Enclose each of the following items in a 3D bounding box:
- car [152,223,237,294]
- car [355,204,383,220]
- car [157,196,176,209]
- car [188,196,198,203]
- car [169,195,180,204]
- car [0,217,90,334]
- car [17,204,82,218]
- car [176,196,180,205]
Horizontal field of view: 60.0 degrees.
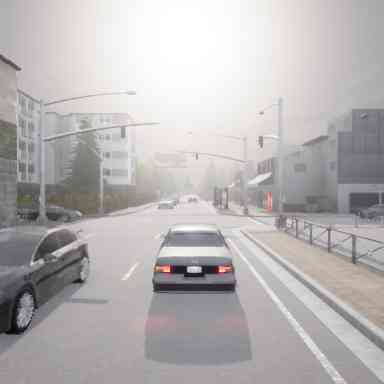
[{"bbox_3d":[0.067,1.547,8.944,2.033,1.411,5.357,0,0,1],"label":"car"},{"bbox_3d":[16.739,1.740,29.327,4.181,1.385,1.994,0,0,0],"label":"car"},{"bbox_3d":[-3.561,1.526,45.849,1.812,1.442,4.674,0,0,0],"label":"car"},{"bbox_3d":[0.156,1.525,68.830,1.812,1.442,4.674,0,0,0],"label":"car"},{"bbox_3d":[-3.479,1.477,65.994,1.882,1.535,5.008,0,0,0],"label":"car"},{"bbox_3d":[-3.560,1.505,6.809,1.837,1.490,4.892,0,0,0],"label":"car"},{"bbox_3d":[-11.007,1.667,25.576,4.902,1.511,2.128,0,0,0],"label":"car"},{"bbox_3d":[-3.541,1.505,55.853,1.837,1.490,4.892,0,0,0],"label":"car"}]
